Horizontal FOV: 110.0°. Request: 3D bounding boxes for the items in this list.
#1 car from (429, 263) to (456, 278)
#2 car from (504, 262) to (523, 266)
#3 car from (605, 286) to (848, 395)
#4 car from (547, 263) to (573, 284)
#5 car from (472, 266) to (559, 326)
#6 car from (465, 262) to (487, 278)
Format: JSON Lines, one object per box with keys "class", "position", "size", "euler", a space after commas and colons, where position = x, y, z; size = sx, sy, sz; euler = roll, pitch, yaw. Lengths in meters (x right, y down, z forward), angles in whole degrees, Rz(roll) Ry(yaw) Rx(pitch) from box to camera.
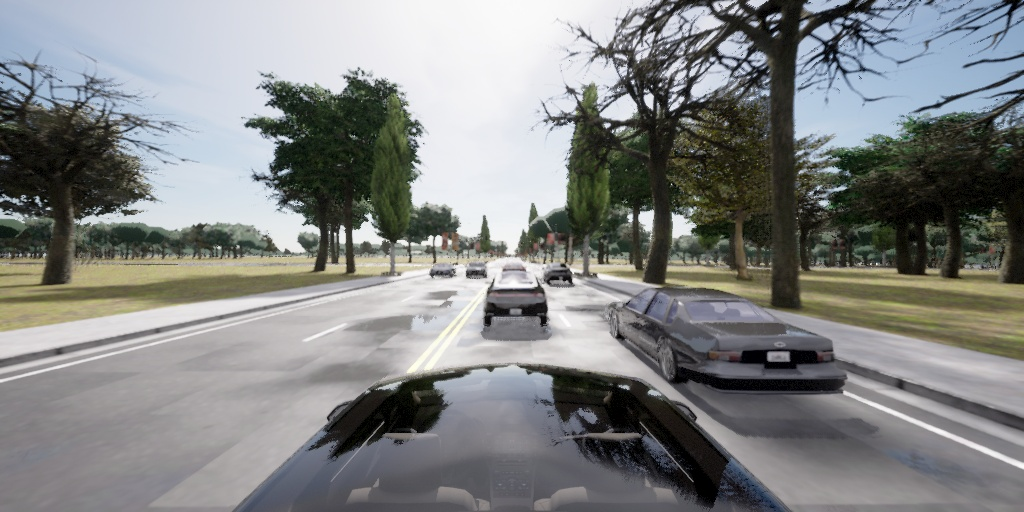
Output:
{"class": "car", "position": [-6.541, 1.341, 34.283], "size": [1.994, 1.385, 4.181], "euler": [0, 0, 0]}
{"class": "car", "position": [0.138, 1.253, 28.692], "size": [1.882, 1.535, 5.008], "euler": [0, 0, 0]}
{"class": "car", "position": [3.339, 1.303, 6.989], "size": [2.033, 1.411, 5.357], "euler": [0, 0, 0]}
{"class": "car", "position": [3.383, 1.282, 27.145], "size": [1.837, 1.490, 4.892], "euler": [0, 0, 0]}
{"class": "car", "position": [0.105, 1.245, 11.758], "size": [2.128, 1.511, 4.902], "euler": [0, 0, 0]}
{"class": "car", "position": [-3.293, 1.286, 34.063], "size": [1.837, 1.490, 4.892], "euler": [0, 0, 0]}
